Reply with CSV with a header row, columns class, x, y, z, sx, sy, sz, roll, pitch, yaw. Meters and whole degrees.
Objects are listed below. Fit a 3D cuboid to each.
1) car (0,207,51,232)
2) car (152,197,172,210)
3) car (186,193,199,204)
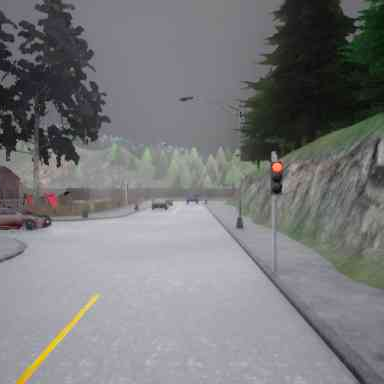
class,x,y,z,sx,sy,sz,roll,pitch,yaw
car,-10.454,1.558,19.279,4.181,1.385,1.994,0,0,-7
car,-4.040,1.463,42.853,1.882,1.535,5.008,0,0,0
car,0.086,1.201,62.482,2.150,2.045,5.566,0,0,0
